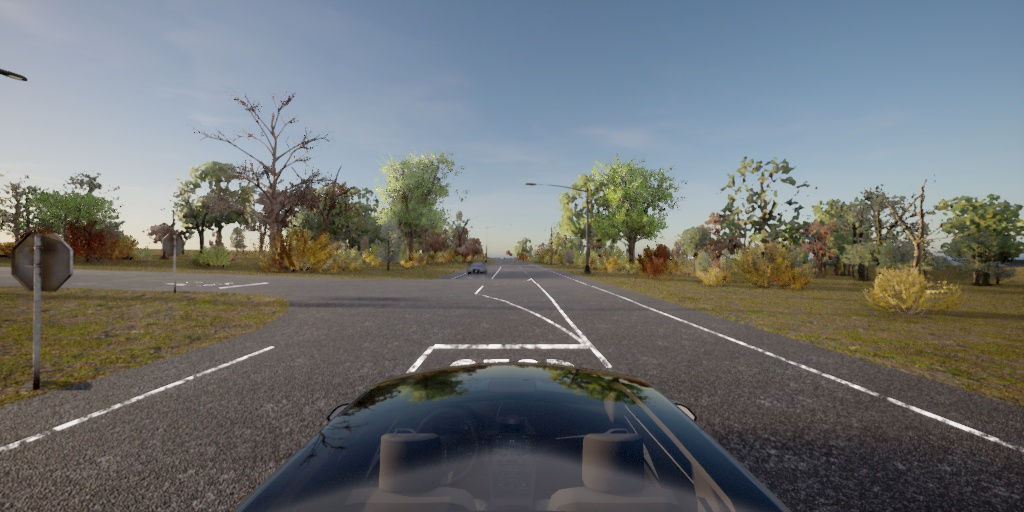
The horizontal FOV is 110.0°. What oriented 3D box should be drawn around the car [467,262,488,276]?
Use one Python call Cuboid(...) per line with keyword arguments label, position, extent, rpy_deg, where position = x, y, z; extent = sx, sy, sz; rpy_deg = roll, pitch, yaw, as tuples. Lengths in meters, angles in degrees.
Cuboid(label="car", position=(-3.549, 1.337, 37.480), extent=(1.994, 1.385, 4.181), rpy_deg=(0, 0, 0))
